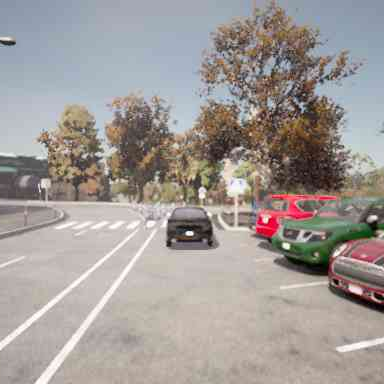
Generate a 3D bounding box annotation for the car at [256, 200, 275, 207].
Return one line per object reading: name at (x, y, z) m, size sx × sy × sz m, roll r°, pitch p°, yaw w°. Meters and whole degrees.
car at (17.361, 2.681, 78.573) m, size 1.994 × 1.385 × 4.181 m, roll 0°, pitch 0°, yaw -30°

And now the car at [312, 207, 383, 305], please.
car at (5.310, 1.336, 7.331) m, size 4.553 × 1.767 × 2.185 m, roll 1°, pitch 1°, yaw -21°

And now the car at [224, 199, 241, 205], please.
car at (10.757, 2.570, 86.144) m, size 5.008 × 1.535 × 1.882 m, roll 0°, pitch 0°, yaw 30°

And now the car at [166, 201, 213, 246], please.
car at (-0.128, 1.383, 14.848) m, size 1.882 × 1.535 × 5.008 m, roll 0°, pitch 0°, yaw -1°

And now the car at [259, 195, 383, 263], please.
car at (5.214, 1.185, 10.275) m, size 5.566 × 2.045 × 2.435 m, roll 1°, pitch 1°, yaw -21°

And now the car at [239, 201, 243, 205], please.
car at (5.112, 1.386, 16.239) m, size 4.892 × 1.521 × 2.231 m, roll 1°, pitch 0°, yaw -22°

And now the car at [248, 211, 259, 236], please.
car at (5.210, 1.160, 13.278) m, size 5.566 × 2.045 × 2.435 m, roll 1°, pitch 0°, yaw -21°
